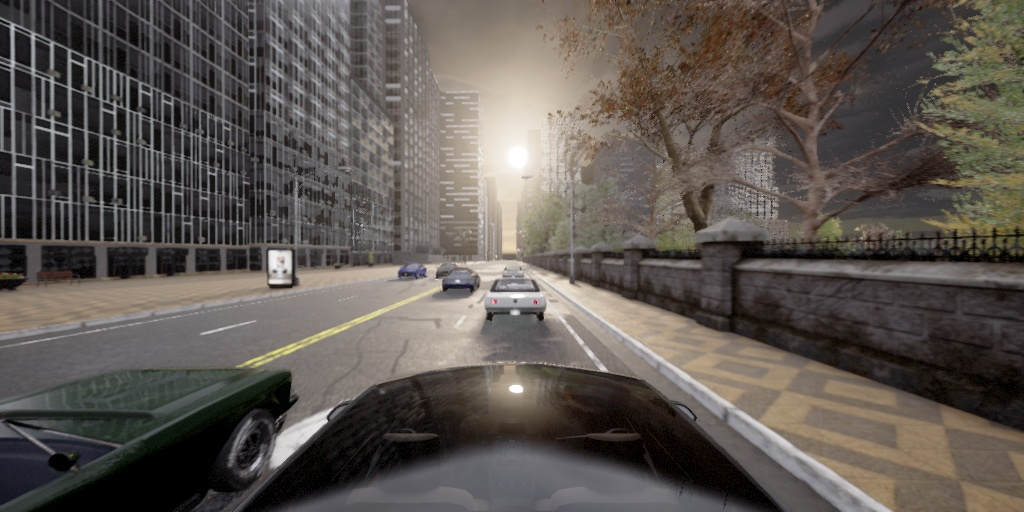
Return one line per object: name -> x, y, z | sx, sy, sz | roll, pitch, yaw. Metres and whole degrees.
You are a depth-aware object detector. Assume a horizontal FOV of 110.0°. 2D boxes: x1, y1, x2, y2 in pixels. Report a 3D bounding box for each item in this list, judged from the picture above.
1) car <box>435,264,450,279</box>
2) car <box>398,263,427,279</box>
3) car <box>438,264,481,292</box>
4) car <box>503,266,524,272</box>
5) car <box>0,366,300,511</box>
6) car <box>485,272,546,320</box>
car -> -6.488, 1.527, 36.467 | 1.837, 1.490, 4.892 | 0, 0, 0
car -> -9.747, 1.437, 35.384 | 1.882, 1.535, 5.008 | 0, -1, 0
car -> -3.143, 1.444, 22.793 | 1.994, 1.385, 4.181 | 0, 0, 0
car -> 0.111, 1.541, 32.373 | 1.895, 1.301, 4.718 | 0, 0, 0
car -> -3.149, 1.350, 1.602 | 1.895, 1.301, 4.718 | 0, 0, 0
car -> 0.102, 1.419, 12.986 | 1.895, 1.301, 4.718 | 0, 0, 0
